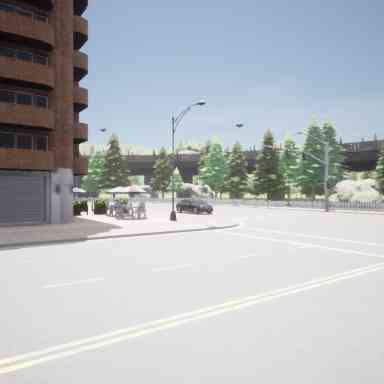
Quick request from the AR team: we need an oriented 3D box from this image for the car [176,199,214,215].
[{"bbox_3d":[0.215,1.449,33.960,1.837,1.490,4.892,0,0,-36],"label":"car"}]
